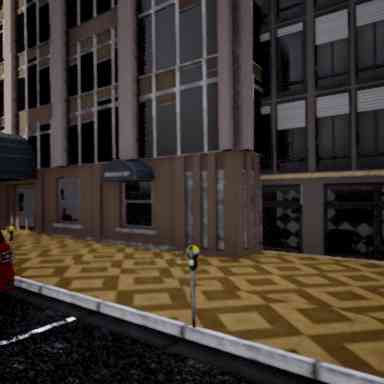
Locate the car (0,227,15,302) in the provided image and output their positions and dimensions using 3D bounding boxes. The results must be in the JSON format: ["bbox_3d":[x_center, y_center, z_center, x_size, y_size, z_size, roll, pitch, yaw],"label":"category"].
[{"bbox_3d":[-5.667,1.352,6.921,5.009,1.841,2.192,0,-1,35],"label":"car"}]
